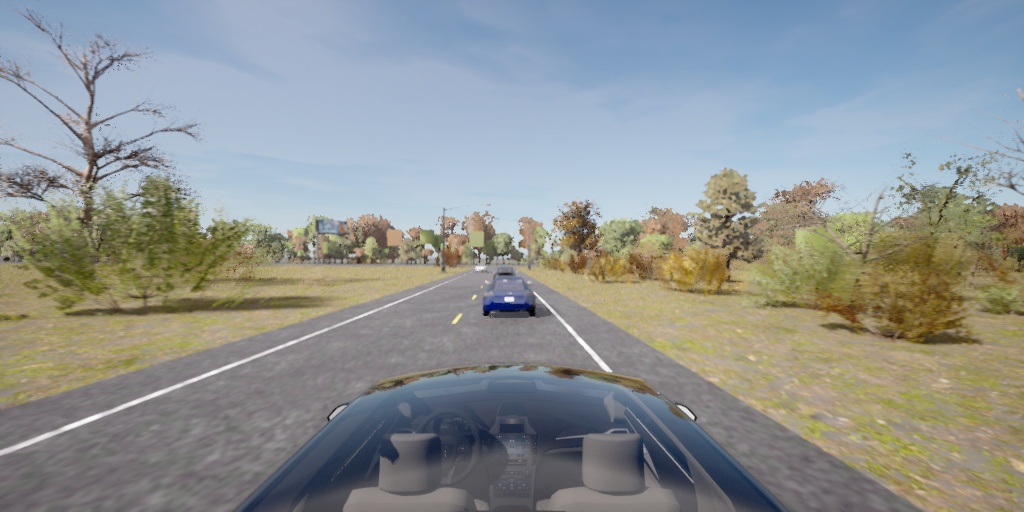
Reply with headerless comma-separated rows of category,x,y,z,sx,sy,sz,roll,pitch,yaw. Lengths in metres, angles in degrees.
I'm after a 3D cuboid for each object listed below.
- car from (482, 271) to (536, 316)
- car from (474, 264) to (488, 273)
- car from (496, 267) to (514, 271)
car,-0.123,1.483,14.389,1.994,1.385,4.181,0,-1,-1
car,-5.051,1.996,58.551,1.812,1.442,4.674,0,-1,-1
car,-0.547,1.613,29.279,1.837,1.490,4.892,0,0,-1
